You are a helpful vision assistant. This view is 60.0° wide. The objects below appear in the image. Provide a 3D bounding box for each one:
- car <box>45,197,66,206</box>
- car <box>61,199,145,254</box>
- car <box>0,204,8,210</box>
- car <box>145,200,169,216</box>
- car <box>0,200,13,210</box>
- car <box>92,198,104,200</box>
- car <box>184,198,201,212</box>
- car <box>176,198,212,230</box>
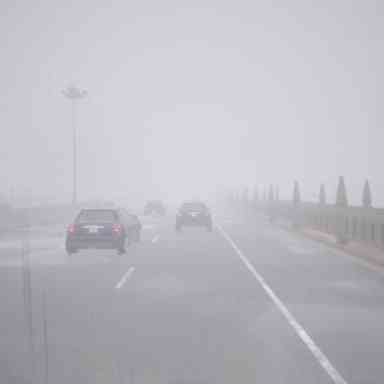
[{"bbox_3d":[-21.197,1.516,51.787,1.812,1.442,4.674,0,0,-1],"label":"car"},{"bbox_3d":[-3.399,1.349,13.606,2.097,1.767,4.553,0,0,0],"label":"car"},{"bbox_3d":[-6.900,1.350,8.135,2.097,1.767,4.553,0,0,0],"label":"car"},{"bbox_3d":[-3.399,1.498,31.792,1.837,1.490,4.892,0,0,0],"label":"car"},{"bbox_3d":[-17.574,1.486,29.009,2.128,1.511,4.902,0,0,0],"label":"car"},{"bbox_3d":[-6.898,1.499,26.250,1.837,1.490,4.892,0,0,0],"label":"car"},{"bbox_3d":[0.074,1.469,38.992,1.882,1.535,5.008,0,0,0],"label":"car"},{"bbox_3d":[0.102,1.347,21.148,2.097,1.767,4.553,0,0,0],"label":"car"}]
